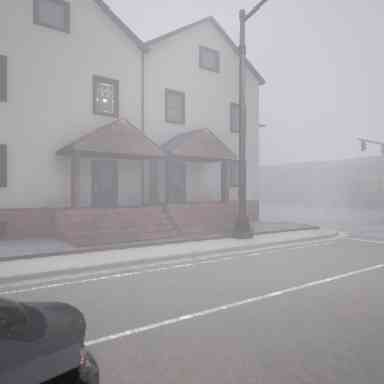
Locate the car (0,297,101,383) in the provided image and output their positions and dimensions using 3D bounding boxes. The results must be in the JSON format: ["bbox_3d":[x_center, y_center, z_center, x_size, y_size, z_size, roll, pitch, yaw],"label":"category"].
[{"bbox_3d":[-3.017,1.505,1.836,4.892,1.490,1.837,0,0,-35],"label":"car"}]

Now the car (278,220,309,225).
[{"bbox_3d":[8.721,3.432,31.104,1.837,1.490,4.892,-1,-13,-36],"label":"car"}]
